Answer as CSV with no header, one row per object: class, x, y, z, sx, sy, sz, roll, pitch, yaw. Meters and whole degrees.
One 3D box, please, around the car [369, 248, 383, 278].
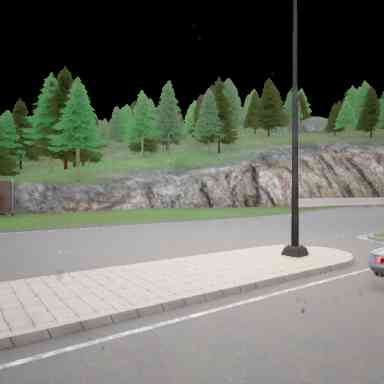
car,6.535,1.601,8.401,4.718,1.301,1.895,0,0,-35
